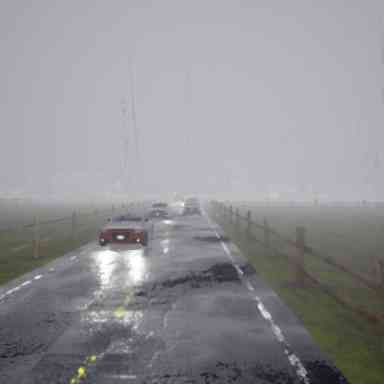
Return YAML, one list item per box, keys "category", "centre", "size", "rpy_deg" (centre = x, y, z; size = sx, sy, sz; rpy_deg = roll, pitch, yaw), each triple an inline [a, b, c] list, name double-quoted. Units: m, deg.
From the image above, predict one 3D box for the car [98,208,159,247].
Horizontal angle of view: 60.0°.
- category: "car"
  centre: [-2.853, 1.622, 15.230]
  size: [1.994, 1.385, 4.181]
  rpy_deg: [0, 0, 0]

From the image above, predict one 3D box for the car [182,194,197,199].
- category: "car"
  centre: [0.028, 1.519, 46.042]
  size: [2.097, 1.767, 4.553]
  rpy_deg: [0, 0, 1]

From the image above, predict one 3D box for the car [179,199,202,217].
- category: "car"
  centre: [-0.001, 1.669, 32.771]
  size: [2.033, 1.411, 5.357]
  rpy_deg: [0, 0, 0]

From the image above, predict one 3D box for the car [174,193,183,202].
- category: "car"
  centre: [-2.752, 1.279, 74.588]
  size: [2.150, 2.045, 5.566]
  rpy_deg: [0, 0, 0]

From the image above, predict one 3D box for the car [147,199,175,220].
- category: "car"
  centre: [-2.816, 1.615, 29.541]
  size: [1.837, 1.490, 4.892]
  rpy_deg: [0, 0, 0]
